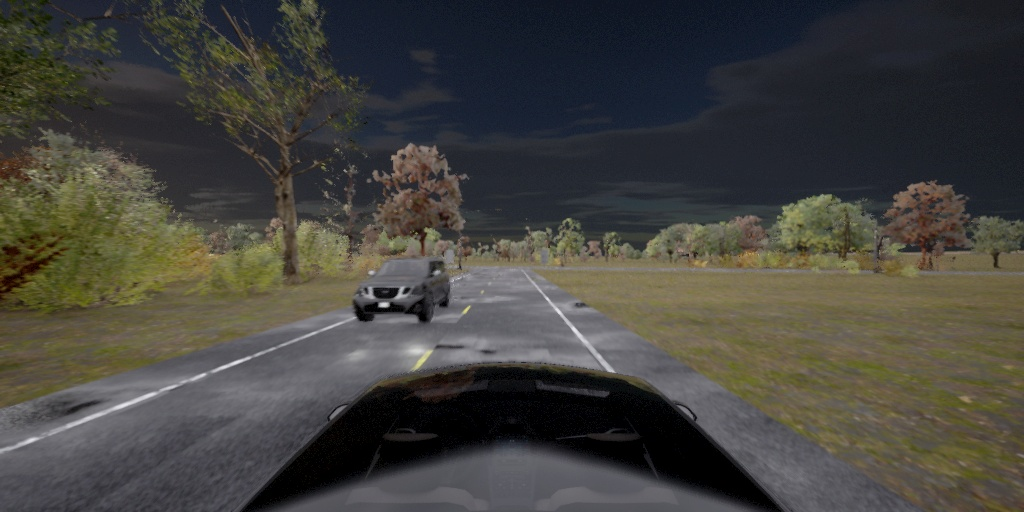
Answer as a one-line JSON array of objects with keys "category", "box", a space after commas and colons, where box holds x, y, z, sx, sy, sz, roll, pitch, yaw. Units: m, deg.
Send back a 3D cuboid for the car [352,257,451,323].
[{"category": "car", "box": [-3.605, 1.052, 12.863, 2.150, 2.045, 5.566, 0, -1, 0]}]
